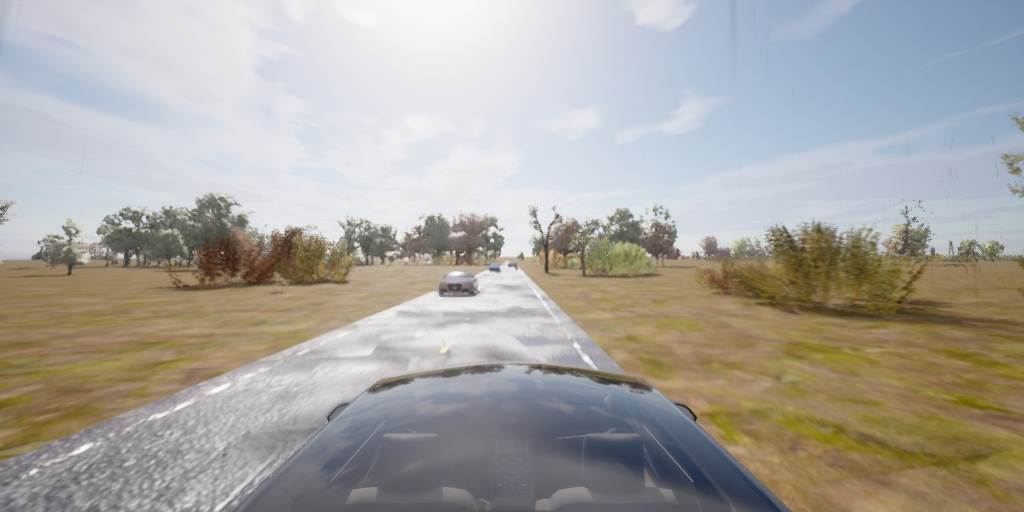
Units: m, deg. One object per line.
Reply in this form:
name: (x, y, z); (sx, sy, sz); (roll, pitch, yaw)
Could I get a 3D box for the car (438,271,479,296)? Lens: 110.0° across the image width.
car: (-3.107, 1.567, 21.451); (1.994, 1.385, 4.181); (0, -1, 0)

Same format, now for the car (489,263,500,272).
car: (-3.051, 1.990, 63.227); (1.882, 1.535, 5.008); (0, -1, 1)
